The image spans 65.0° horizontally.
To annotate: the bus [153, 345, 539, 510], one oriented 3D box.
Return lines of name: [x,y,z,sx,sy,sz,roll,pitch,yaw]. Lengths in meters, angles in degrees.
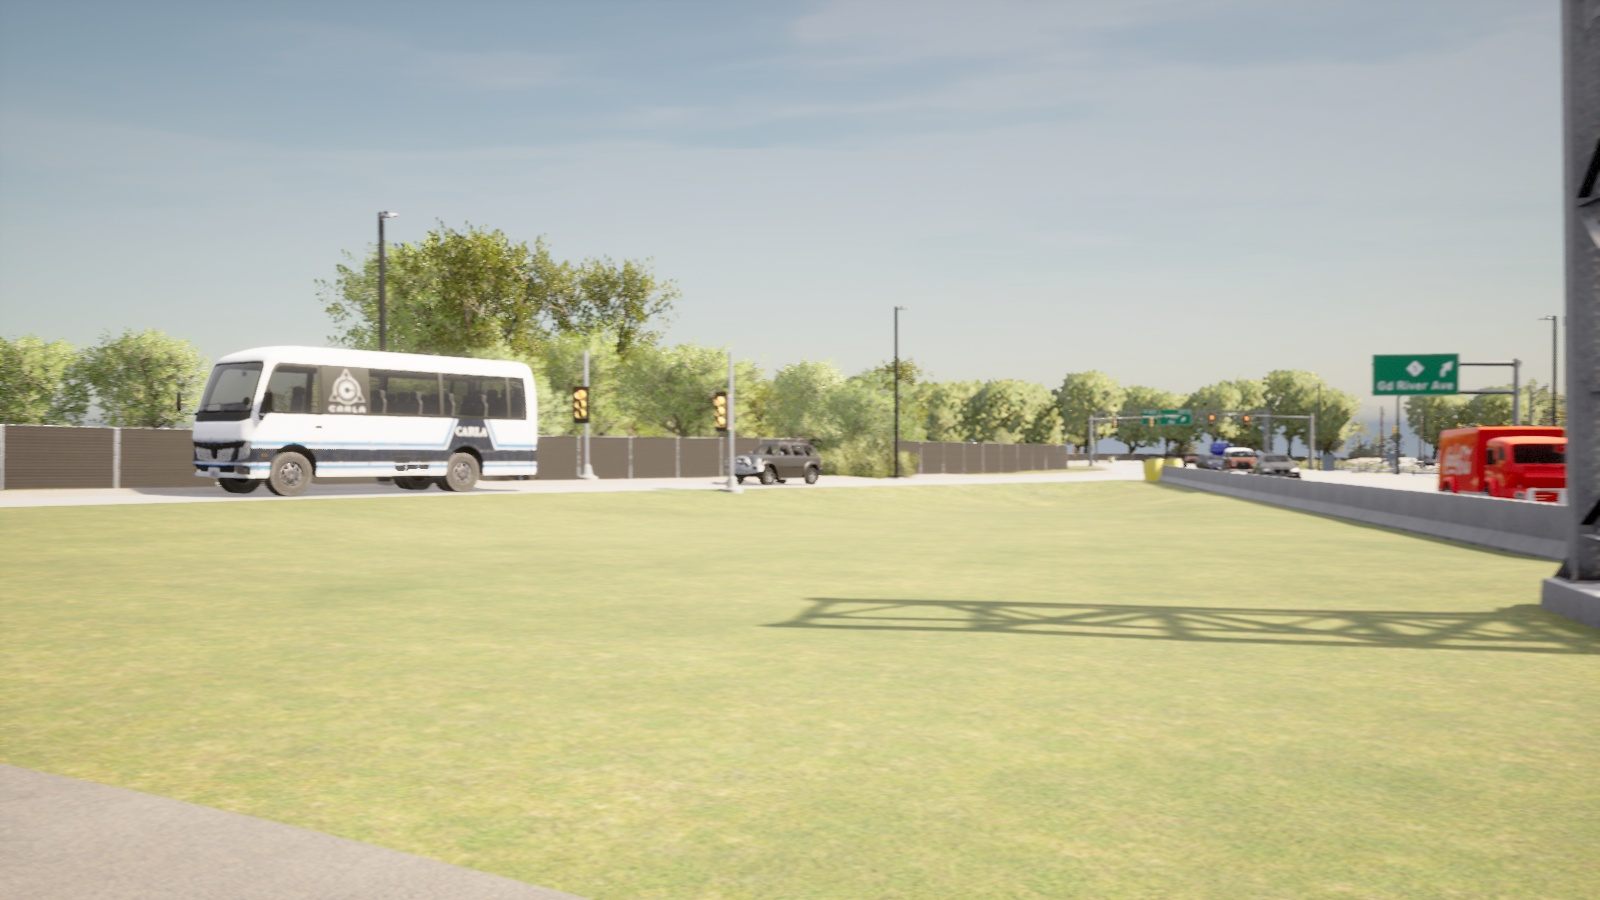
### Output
bus: [-13.174,-0.596,37.587,3.944,4.253,10.273,0,0,39]

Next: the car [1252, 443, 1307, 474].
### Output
car: [27.240,0.466,71.479,2.242,1.667,4.611,-1,0,12]

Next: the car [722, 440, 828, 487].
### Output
car: [-0.986,0.538,52.606,1.932,1.855,4.605,0,0,39]

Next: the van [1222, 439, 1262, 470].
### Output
van: [30.546,0.289,86.903,2.069,2.038,4.480,-1,0,12]

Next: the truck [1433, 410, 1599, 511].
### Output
truck: [19.101,0.258,33.548,2.627,2.467,5.204,-1,0,12]
